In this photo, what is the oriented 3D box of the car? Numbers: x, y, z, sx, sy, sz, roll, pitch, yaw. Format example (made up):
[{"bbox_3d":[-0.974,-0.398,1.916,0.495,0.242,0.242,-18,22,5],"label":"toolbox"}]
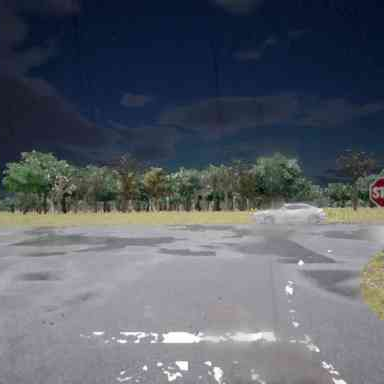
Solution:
[{"bbox_3d":[6.431,1.483,22.027,4.674,1.442,1.812,-1,-3,-1],"label":"car"}]
